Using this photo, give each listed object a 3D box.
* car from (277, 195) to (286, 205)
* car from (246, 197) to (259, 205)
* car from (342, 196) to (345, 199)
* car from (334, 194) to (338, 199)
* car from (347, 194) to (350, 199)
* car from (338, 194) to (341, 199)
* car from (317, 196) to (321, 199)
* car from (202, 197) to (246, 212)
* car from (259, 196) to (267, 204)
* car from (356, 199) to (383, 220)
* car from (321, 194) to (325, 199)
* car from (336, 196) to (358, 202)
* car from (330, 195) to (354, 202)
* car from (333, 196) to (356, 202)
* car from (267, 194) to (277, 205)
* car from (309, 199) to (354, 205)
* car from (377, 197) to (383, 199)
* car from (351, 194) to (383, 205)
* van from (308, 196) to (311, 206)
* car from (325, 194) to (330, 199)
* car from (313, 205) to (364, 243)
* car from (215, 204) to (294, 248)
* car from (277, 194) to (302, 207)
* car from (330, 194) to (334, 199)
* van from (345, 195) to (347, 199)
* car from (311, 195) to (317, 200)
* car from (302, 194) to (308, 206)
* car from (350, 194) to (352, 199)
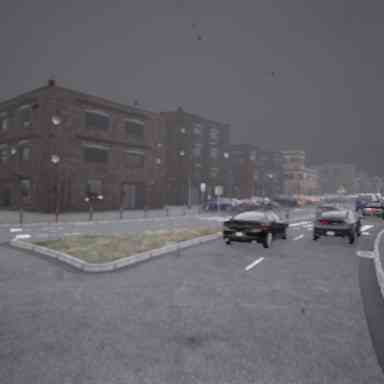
[{"bbox_3d":[10.106,1.560,47.080,4.892,1.521,2.231,1,0,37],"label":"car"},{"bbox_3d":[5.071,1.539,40.512,5.008,1.535,2.097,1,0,37],"label":"car"},{"bbox_3d":[30.248,1.605,73.327,4.892,1.521,2.231,1,0,37],"label":"car"},{"bbox_3d":[26.893,1.588,68.952,4.892,1.521,2.231,1,0,37],"label":"car"},{"bbox_3d":[33.599,1.665,77.706,4.674,1.452,2.002,1,0,37],"label":"car"},{"bbox_3d":[28.571,1.597,71.140,4.892,1.521,2.231,1,0,37],"label":"car"},{"bbox_3d":[20.154,1.441,60.222,4.553,1.767,2.185,1,0,37],"label":"car"},{"bbox_3d":[3.421,1.401,38.297,4.553,1.767,2.185,1,0,37],"label":"car"},{"bbox_3d":[6.754,1.587,42.694,4.674,1.452,2.002,1,0,37],"label":"car"},{"bbox_3d":[17.117,1.714,30.737,2.128,1.511,4.902,1,0,38],"label":"car"},{"bbox_3d":[21.831,1.445,62.410,4.553,1.767,2.185,1,0,37],"label":"car"},{"bbox_3d":[40.306,1.720,86.461,4.674,1.452,2.002,1,0,37],"label":"car"},{"bbox_3d":[36.958,1.651,82.079,4.892,1.521,2.231,1,0,37],"label":"car"},{"bbox_3d":[38.608,1.694,84.290,4.792,1.488,2.163,1,0,37],"label":"car"},{"bbox_3d":[8.456,1.429,44.864,4.553,1.767,2.185,1,0,37],"label":"car"},{"bbox_3d":[12.278,1.662,29.138,2.128,1.511,4.902,1,0,36],"label":"car"},{"bbox_3d":[23.086,1.734,38.559,2.128,1.511,4.902,1,0,38],"label":"car"},{"bbox_3d":[22.643,1.434,42.787,2.150,2.045,5.566,1,1,38],"label":"car"},{"bbox_3d":[16.916,1.339,55.755,4.442,1.987,1.878,1,0,37],"label":"van"},{"bbox_3d":[23.559,1.450,64.561,4.553,1.767,2.185,1,0,37],"label":"car"},{"bbox_3d":[7.527,1.636,17.126,1.837,1.490,4.892,0,0,31],"label":"car"},{"bbox_3d":[3.086,1.552,15.412,1.882,1.535,5.008,1,0,29],"label":"car"},{"bbox_3d":[13.446,1.310,51.467,5.566,2.045,2.435,1,0,37],"label":"car"},{"bbox_3d":[25.215,1.582,66.764,4.892,1.521,2.231,1,0,37],"label":"car"},{"bbox_3d":[32.091,1.390,75.545,4.442,1.987,1.878,1,0,38],"label":"van"},{"bbox_3d":[18.495,1.565,58.019,5.008,1.535,2.097,1,0,37],"label":"car"},{"bbox_3d":[15.291,1.561,53.527,5.366,1.575,1.946,1,0,37],"label":"car"},{"bbox_3d":[35.129,1.632,80.009,5.366,1.575,1.946,1,0,37],"label":"car"}]
